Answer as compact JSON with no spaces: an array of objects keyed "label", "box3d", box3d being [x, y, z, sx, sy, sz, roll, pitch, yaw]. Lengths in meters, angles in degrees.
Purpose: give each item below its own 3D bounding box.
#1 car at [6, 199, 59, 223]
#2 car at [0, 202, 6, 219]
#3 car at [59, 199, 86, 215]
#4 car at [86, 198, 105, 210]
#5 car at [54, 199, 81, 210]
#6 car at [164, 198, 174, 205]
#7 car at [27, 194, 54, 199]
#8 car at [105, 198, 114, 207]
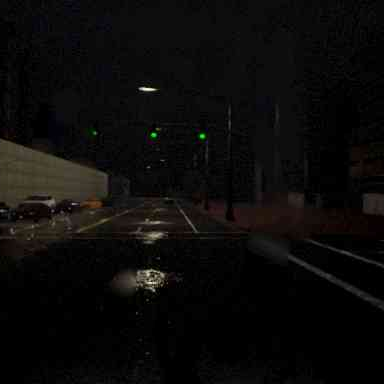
[{"label":"car","box3d":[-12.534,1.570,26.434,1.812,1.442,4.674,1,0,-4]},{"label":"car","box3d":[-16.027,1.511,26.230,1.837,1.490,4.892,1,0,-4]},{"label":"car","box3d":[-13.139,1.699,35.521,1.895,1.301,4.718,1,0,-4]},{"label":"car","box3d":[-13.775,1.637,45.604,1.882,1.535,5.008,1,0,-3]},{"label":"car","box3d":[-17.333,1.676,46.667,2.033,1.411,5.357,1,0,-3]},{"label":"car","box3d":[-4.665,1.896,67.314,2.128,1.511,4.902,1,0,-4]},{"label":"car","box3d":[-16.685,1.286,36.063,2.150,2.045,5.566,1,0,-3]},{"label":"car","box3d":[-14.411,1.697,55.744,1.882,1.535,5.008,1,0,-4]}]
